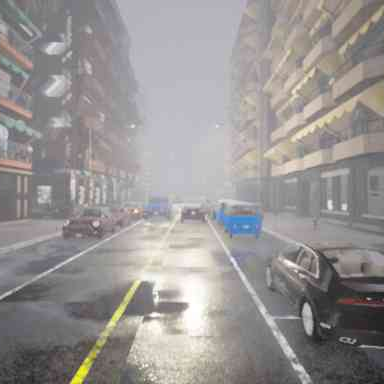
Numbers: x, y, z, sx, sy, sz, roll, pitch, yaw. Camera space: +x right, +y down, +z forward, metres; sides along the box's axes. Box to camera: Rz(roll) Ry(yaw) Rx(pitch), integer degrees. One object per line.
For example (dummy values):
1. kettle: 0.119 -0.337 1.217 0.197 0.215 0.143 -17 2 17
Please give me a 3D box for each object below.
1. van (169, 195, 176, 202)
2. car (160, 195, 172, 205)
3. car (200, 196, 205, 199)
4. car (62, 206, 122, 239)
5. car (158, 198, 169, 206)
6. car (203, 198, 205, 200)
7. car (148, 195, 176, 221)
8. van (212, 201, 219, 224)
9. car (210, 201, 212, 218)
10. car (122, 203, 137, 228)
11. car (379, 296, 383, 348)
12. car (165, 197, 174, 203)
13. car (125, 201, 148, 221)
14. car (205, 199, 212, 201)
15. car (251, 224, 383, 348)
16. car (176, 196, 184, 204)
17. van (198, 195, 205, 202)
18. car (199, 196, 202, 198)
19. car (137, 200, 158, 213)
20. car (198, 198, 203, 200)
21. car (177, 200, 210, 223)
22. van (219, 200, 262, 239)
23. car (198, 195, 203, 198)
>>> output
1. van: -5.290 1.802 91.355 1.690 1.788 3.998 1 0 0
2. car: -5.326 1.656 68.672 2.192 1.841 5.009 1 0 0
3. car: 2.564 1.780 51.860 1.752 1.417 4.829 1 0 0
4. car: -5.308 1.525 17.635 1.967 1.590 4.097 1 0 0
5. car: -5.324 1.835 62.830 1.752 1.417 4.829 1 0 0
6. car: 2.566 1.723 40.518 1.752 1.417 4.829 1 0 0
7. car: -2.855 1.364 29.380 2.150 2.045 5.566 0 0 0
8. van: 2.572 1.454 23.337 1.690 1.788 3.998 1 0 0
9. car: 2.568 1.707 29.007 1.947 1.339 4.313 1 0 0
10. car: -5.311 1.695 23.305 1.802 1.307 4.206 1 0 0
11. car: 2.574 1.570 0.653 1.947 1.339 4.313 1 0 0
12. car: -5.301 1.982 80.012 1.802 1.307 4.206 1 0 0
13. car: -5.311 1.580 28.976 1.967 1.590 4.097 1 0 0
14. car: 2.567 1.713 34.677 1.887 1.381 4.507 1 0 0
15. car: 2.573 1.582 6.324 2.008 1.369 4.403 1 0 0
16. car: -2.764 1.685 70.329 2.097 1.767 4.553 0 0 0
17. van: 2.558 1.803 91.385 1.690 1.788 3.998 1 0 0
18. car: 2.562 1.864 57.360 1.802 1.307 4.206 1 0 0
19. car: -5.314 1.747 40.317 2.008 1.369 4.403 1 0 0
20. car: 0.090 1.805 41.962 1.895 1.301 4.718 0 0 0
21. car: 0.097 1.635 27.279 2.163 1.488 4.792 0 0 0
22. van: 2.573 1.427 17.667 1.690 1.788 3.998 1 0 0
23. car: 2.558 1.951 80.043 2.008 1.369 4.403 1 0 0
